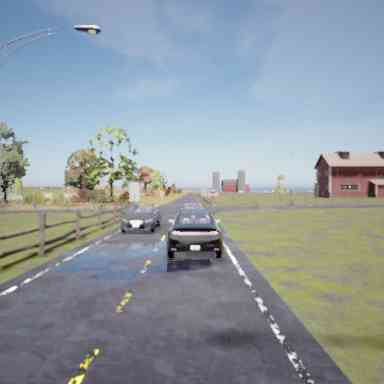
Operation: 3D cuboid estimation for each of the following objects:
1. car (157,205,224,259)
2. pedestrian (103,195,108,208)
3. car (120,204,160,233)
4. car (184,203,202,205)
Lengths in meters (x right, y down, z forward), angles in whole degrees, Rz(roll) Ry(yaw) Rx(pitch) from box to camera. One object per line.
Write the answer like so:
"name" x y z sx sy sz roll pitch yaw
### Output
"car" 0.097 1.463 12.471 2.128 1.511 4.902 0 0 0
"pedestrian" -12.166 1.312 46.587 0.375 1.860 0.375 0 1 0
"car" -2.836 1.447 19.335 2.128 1.511 4.902 0 0 0
"car" 0.097 1.540 26.825 1.895 1.301 4.718 0 0 0
